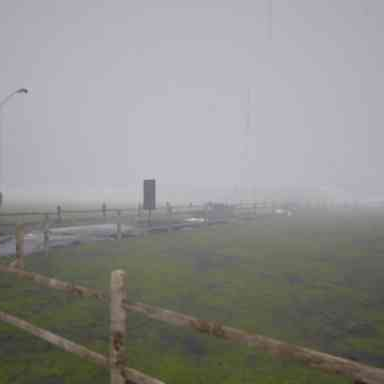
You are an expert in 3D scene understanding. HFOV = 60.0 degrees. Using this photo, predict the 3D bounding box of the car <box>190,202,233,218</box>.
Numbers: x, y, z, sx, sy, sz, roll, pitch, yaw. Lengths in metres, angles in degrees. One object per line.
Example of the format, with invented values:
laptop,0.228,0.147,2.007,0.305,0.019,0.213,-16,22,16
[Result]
car,2.024,1.711,32.232,2.033,1.411,5.357,1,0,36

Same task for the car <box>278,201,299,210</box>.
car,14.399,1.969,49.304,1.895,1.301,4.718,1,0,36
